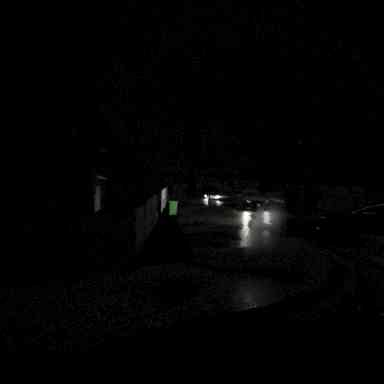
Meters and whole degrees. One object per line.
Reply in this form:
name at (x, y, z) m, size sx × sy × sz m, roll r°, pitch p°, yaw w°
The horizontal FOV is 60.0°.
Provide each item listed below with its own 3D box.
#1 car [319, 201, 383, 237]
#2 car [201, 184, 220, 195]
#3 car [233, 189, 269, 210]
car at (7.610, 1.103, 13.134) m, size 4.902 × 1.511 × 2.128 m, roll 2°, pitch 4°, yaw 39°
car at (2.427, -0.355, 43.918) m, size 1.895 × 1.301 × 4.718 m, roll 1°, pitch 3°, yaw -6°
car at (4.341, 0.512, 25.158) m, size 1.812 × 1.442 × 4.674 m, roll 1°, pitch 3°, yaw -6°
